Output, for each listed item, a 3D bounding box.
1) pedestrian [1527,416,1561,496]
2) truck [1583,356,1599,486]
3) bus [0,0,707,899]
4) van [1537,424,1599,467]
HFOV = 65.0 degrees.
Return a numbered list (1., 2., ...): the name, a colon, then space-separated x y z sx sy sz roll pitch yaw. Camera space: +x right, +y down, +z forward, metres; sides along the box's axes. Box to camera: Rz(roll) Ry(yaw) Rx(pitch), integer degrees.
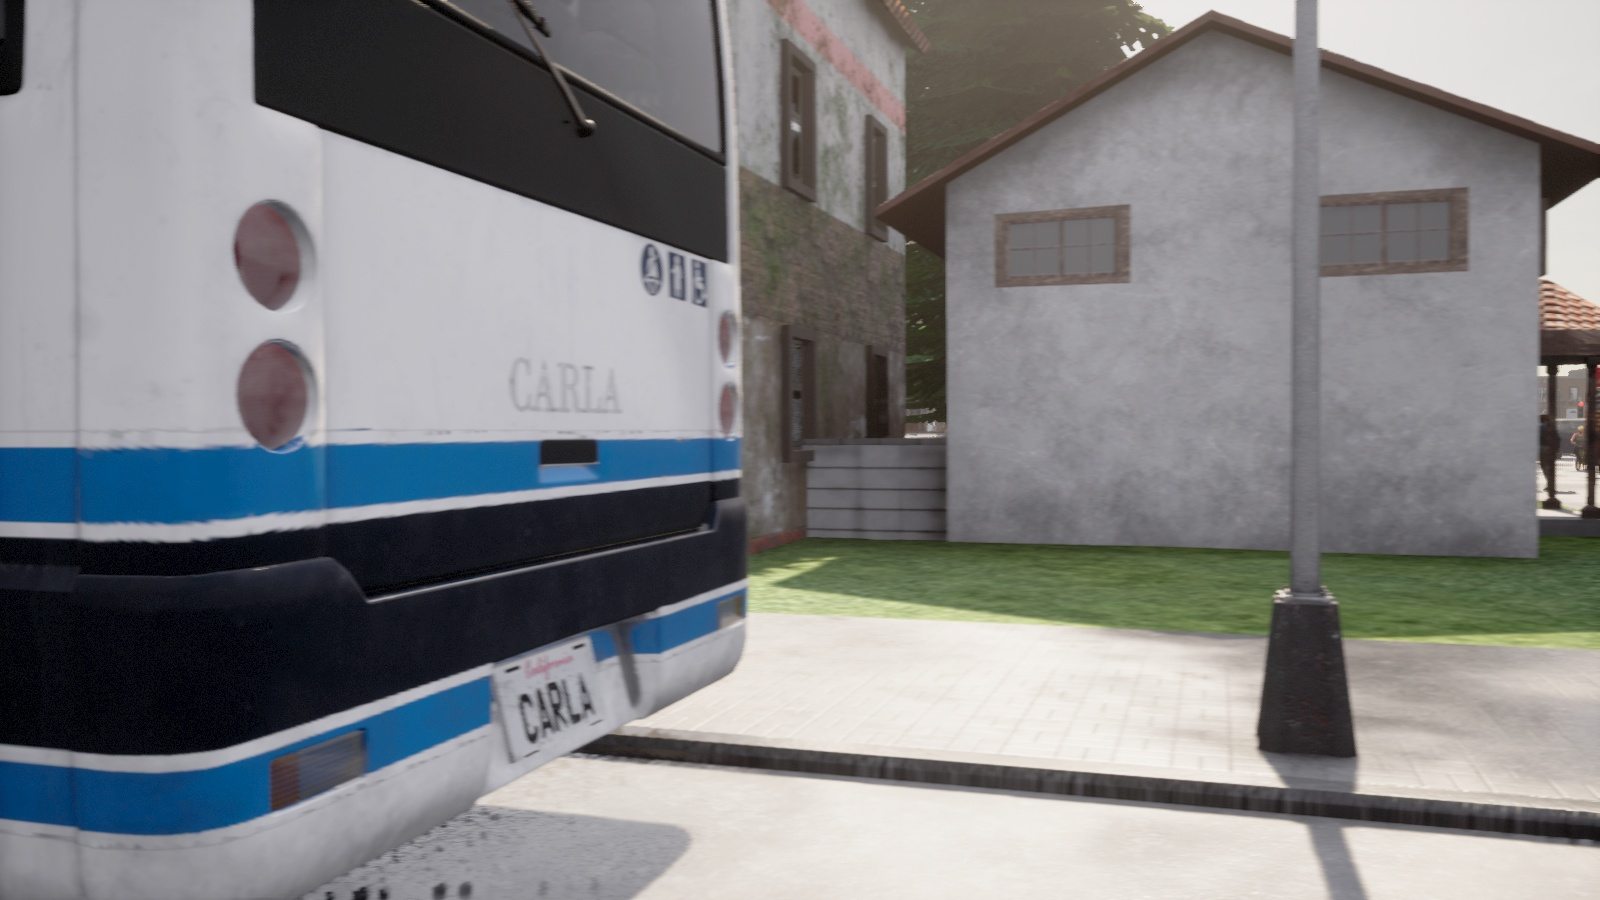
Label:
1. pedestrian: 17.234 0.132 29.094 0.370 1.835 0.726 0 1 2
2. truck: 24.232 -0.803 34.306 2.891 3.827 8.468 0 1 18
3. bus: -5.938 -0.658 5.670 10.273 4.253 3.944 0 1 18
4. van: 37.250 -0.262 60.830 1.775 1.987 4.442 0 1 19
